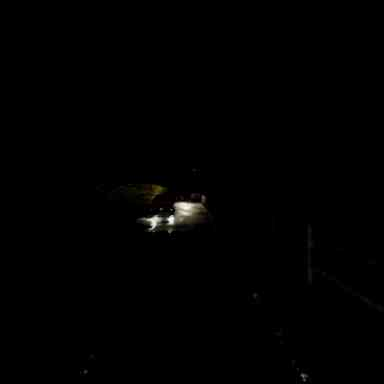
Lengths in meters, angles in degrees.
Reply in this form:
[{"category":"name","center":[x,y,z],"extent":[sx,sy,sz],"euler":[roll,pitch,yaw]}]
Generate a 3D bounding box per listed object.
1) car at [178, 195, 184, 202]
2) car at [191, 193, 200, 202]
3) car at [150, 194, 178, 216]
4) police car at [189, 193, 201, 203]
[{"category":"car","center":[-2.710,1.408,74.743],"extent":[1.837,1.490,4.892],"euler":[0,0,0]},{"category":"car","center":[0.870,1.363,80.364],"extent":[2.150,2.045,5.566],"euler":[0,0,0]},{"category":"car","center":[-2.826,1.229,33.402],"extent":[2.150,2.045,5.566],"euler":[0,0,0]},{"category":"police car","center":[0.864,1.528,70.443],"extent":[1.930,1.638,5.238],"euler":[0,0,0]}]
